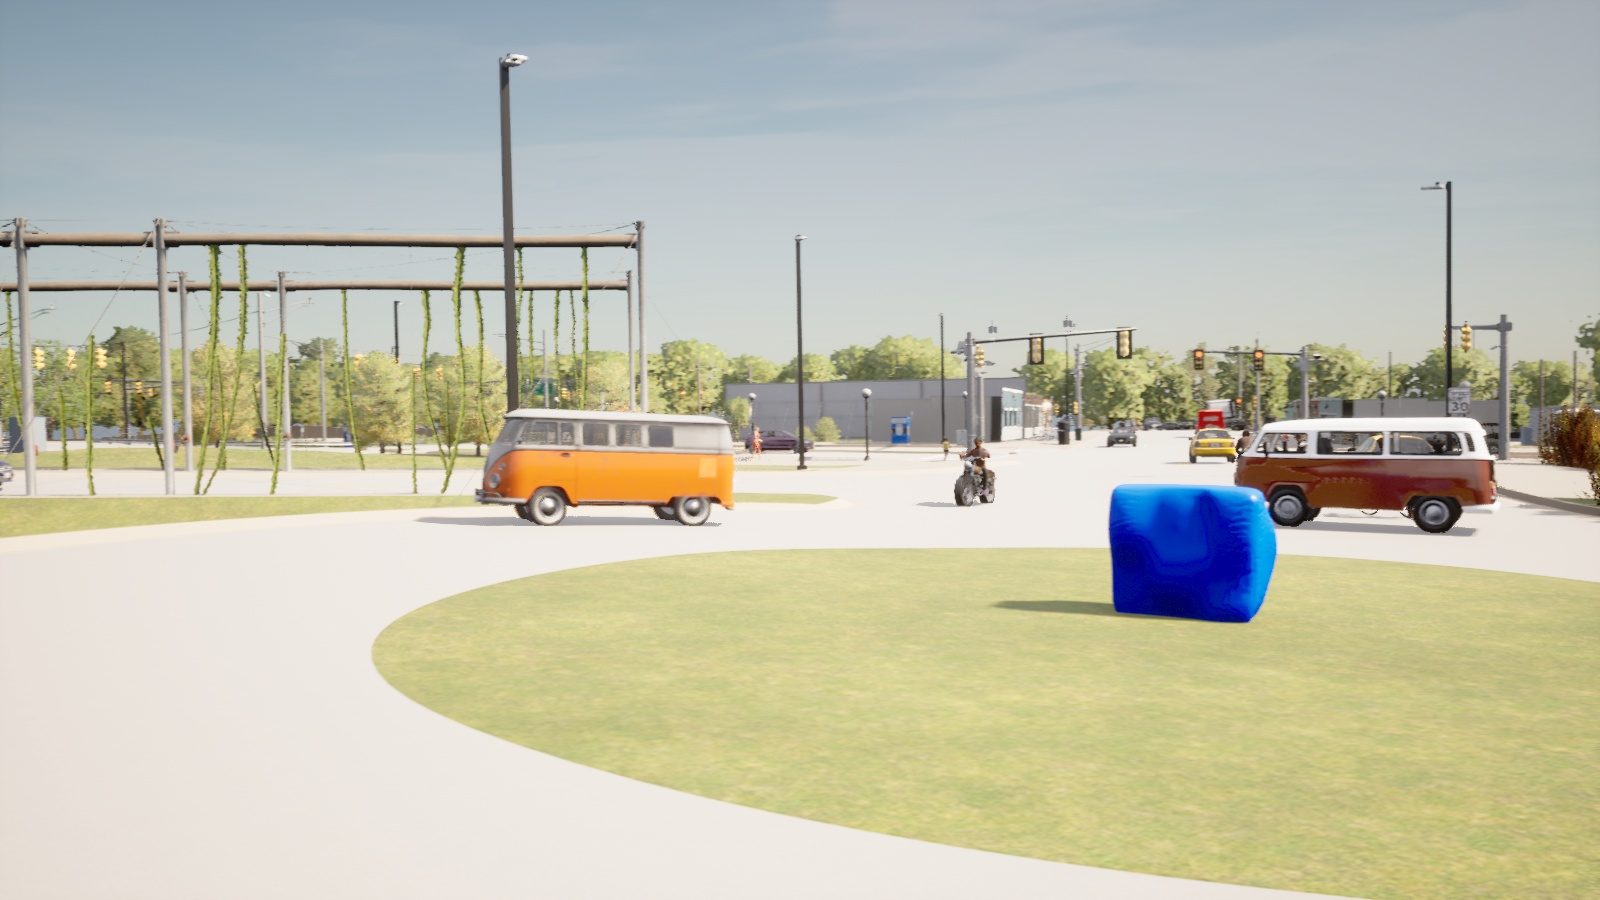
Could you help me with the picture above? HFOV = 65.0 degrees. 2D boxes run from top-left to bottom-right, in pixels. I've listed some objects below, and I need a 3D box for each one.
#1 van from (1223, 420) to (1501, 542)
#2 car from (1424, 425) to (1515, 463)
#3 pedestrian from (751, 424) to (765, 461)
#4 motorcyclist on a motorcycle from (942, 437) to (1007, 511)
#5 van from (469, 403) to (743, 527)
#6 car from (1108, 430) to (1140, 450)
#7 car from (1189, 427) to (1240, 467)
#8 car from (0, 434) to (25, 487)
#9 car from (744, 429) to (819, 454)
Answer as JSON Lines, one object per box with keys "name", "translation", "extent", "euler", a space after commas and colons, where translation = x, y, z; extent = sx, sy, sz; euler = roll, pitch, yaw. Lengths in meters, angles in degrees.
{"name": "van", "translation": [10.436, 0.492, 23.398], "extent": [4.480, 2.038, 2.069], "euler": [1, 1, 31]}
{"name": "car", "translation": [35.760, -0.346, 67.176], "extent": [3.866, 1.878, 1.905], "euler": [2, 2, 12]}
{"name": "pedestrian", "translation": [-2.150, -0.386, 64.338], "extent": [0.594, 1.836, 0.345], "euler": [0, 2, 13]}
{"name": "motorcyclist on a motorcycle", "translation": [4.100, 0.541, 29.373], "extent": [0.766, 1.649, 2.350], "euler": [-1, 0, 27]}
{"name": "van", "translation": [-3.424, 0.283, 22.209], "extent": [4.442, 1.987, 1.775], "euler": [2, 0, -22]}
{"name": "car", "translation": [23.153, -0.738, 89.713], "extent": [1.994, 1.385, 4.181], "euler": [0, 2, 18]}
{"name": "car", "translation": [17.406, -0.133, 52.867], "extent": [1.801, 1.575, 5.366], "euler": [0, 0, 16]}
{"name": "car", "translation": [-24.796, 0.259, 35.400], "extent": [4.674, 1.442, 1.812], "euler": [1, 2, -10]}
{"name": "car", "translation": [-1.106, -0.521, 75.613], "extent": [4.193, 1.474, 1.816], "euler": [0, 2, 12]}
